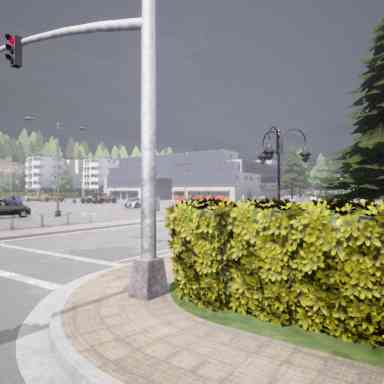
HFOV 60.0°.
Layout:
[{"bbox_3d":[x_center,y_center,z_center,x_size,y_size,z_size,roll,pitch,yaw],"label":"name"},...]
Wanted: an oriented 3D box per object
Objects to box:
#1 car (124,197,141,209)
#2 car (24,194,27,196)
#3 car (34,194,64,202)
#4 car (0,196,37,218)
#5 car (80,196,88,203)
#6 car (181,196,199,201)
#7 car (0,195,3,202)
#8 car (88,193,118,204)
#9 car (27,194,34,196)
[{"bbox_3d":[-6.975,1.384,43.332,1.970,1.475,3.806,0,0,35],"label":"car"},{"bbox_3d":[-23.108,1.320,41.238,1.845,1.501,3.633,0,0,35],"label":"car"},{"bbox_3d":[-28.473,1.153,67.182,2.152,1.636,5.027,0,0,35],"label":"car"},{"bbox_3d":[-15.235,1.340,26.386,2.007,1.523,4.514,0,0,35],"label":"car"},{"bbox_3d":[-18.006,1.077,59.823,1.905,1.878,3.866,0,0,35],"label":"car"},{"bbox_3d":[-0.269,1.374,47.688,1.845,1.501,3.633,0,0,35],"label":"car"},{"bbox_3d":[-40.959,1.298,66.949,2.007,1.523,4.514,0,0,35],"label":"car"},{"bbox_3d":[-15.392,1.097,58.489,1.932,1.855,4.605,0,0,35],"label":"car"},{"bbox_3d":[-33.909,1.232,70.609,1.970,1.475,3.806,0,0,35],"label":"car"}]
